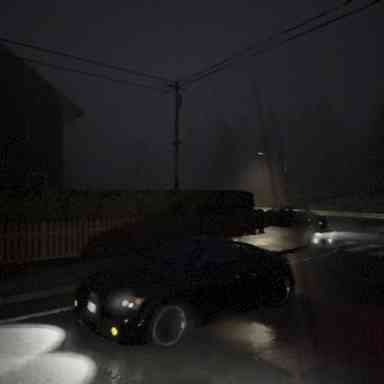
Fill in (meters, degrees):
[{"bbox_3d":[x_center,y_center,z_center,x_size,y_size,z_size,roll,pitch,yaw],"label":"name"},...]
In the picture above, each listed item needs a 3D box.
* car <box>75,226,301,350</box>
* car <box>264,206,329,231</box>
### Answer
[{"bbox_3d":[0.053,1.550,6.249,4.181,1.385,1.994,0,0,-39],"label":"car"},{"bbox_3d":[6.033,1.530,19.995,1.994,1.385,4.181,0,0,-31],"label":"car"}]
